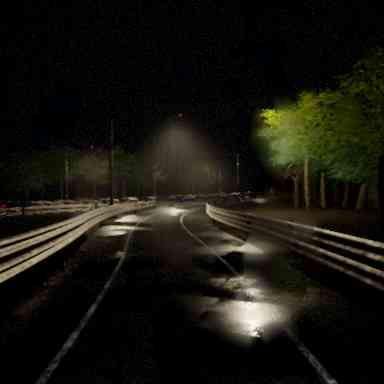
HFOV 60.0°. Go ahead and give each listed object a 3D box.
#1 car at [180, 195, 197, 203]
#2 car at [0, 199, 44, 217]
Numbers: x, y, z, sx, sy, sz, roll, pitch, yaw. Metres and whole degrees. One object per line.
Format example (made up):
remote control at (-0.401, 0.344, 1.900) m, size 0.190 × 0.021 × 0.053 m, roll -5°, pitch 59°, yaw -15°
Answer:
car at (-0.725, 1.517, 73.847) m, size 2.097 × 1.767 × 4.553 m, roll 0°, pitch 1°, yaw 33°
car at (-21.618, 1.927, 42.058) m, size 2.150 × 2.045 × 5.566 m, roll 0°, pitch 1°, yaw 33°
